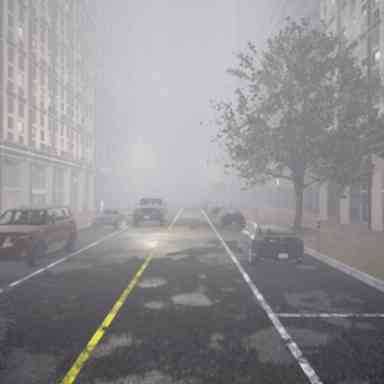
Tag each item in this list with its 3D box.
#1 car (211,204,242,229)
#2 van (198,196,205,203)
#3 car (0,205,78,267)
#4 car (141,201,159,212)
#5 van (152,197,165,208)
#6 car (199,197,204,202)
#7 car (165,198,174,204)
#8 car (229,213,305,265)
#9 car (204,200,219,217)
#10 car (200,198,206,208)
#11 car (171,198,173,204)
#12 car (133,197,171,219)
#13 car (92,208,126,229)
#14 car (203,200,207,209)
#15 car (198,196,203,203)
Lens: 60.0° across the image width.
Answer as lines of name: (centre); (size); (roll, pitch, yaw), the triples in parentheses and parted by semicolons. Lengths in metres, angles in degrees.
car: (2.662, 1.769, 23.349); (2.008, 1.369, 4.403); (0, -1, 0)
van: (2.589, 2.115, 91.714); (1.690, 1.788, 3.998); (0, 0, 0)
car: (-5.706, 1.429, 11.948); (2.192, 1.841, 5.009); (0, -1, 0)
car: (-5.742, 1.984, 46.127); (1.947, 1.339, 4.313); (0, 0, 0)
van: (-5.755, 1.854, 57.524); (1.690, 1.788, 3.998); (0, 0, 0)
car: (2.626, 2.057, 57.531); (1.887, 1.381, 4.507); (0, 0, 0)
car: (-5.785, 2.284, 86.008); (2.008, 1.369, 4.403); (0, 0, 0)
car: (2.675, 1.664, 11.954); (2.008, 1.369, 4.403); (0, -1, 0)
car: (2.650, 1.870, 34.743); (2.008, 1.369, 4.403); (0, 0, 0)
car: (2.632, 2.031, 51.833); (1.947, 1.339, 4.313); (0, 0, 0)
car: (-5.773, 2.200, 74.613); (2.008, 1.369, 4.403); (0, 0, 0)
car: (-3.027, 1.360, 25.140); (2.150, 2.045, 5.566); (0, -1, 0)
car: (-5.718, 1.801, 23.340); (1.802, 1.307, 4.206); (0, -1, 0)
car: (2.644, 1.951, 40.439); (1.802, 1.307, 4.206); (0, 0, 0)
car: (2.607, 2.175, 74.792); (1.752, 1.417, 4.829); (0, 0, 0)
